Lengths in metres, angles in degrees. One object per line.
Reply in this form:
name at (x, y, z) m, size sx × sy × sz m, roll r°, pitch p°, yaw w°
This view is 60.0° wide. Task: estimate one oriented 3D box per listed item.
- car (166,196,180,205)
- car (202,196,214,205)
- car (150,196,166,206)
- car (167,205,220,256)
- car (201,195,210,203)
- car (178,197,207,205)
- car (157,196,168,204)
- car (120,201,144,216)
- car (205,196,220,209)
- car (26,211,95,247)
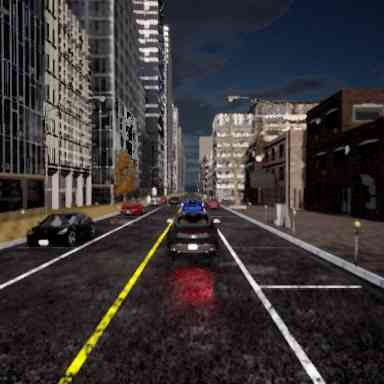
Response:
car at (-3.033, 1.449, 58.237) m, size 1.882 × 1.535 × 5.008 m, roll 0°, pitch 0°, yaw 1°
car at (2.829, 1.522, 60.030) m, size 2.008 × 1.369 × 4.403 m, roll -1°, pitch 0°, yaw 0°
car at (-5.786, 1.524, 54.446) m, size 2.008 × 1.369 × 4.403 m, roll -1°, pitch 0°, yaw 0°
car at (0.050, 1.499, 13.122) m, size 1.837 × 1.490 × 4.892 m, roll 0°, pitch 0°, yaw 1°
car at (2.833, 1.492, 71.489) m, size 1.752 × 1.417 × 4.829 m, roll -1°, pitch 0°, yaw 0°
car at (0.064, 1.462, 29.335) m, size 1.882 × 1.535 × 5.008 m, roll 0°, pitch 0°, yaw 0°
car at (-5.808, 1.514, 65.736) m, size 1.887 × 1.381 × 4.507 m, roll -1°, pitch 0°, yaw 0°
car at (-5.691, 1.528, 31.871) m, size 1.887 × 1.381 × 4.507 m, roll -1°, pitch 0°, yaw 0°
car at (2.728, 1.560, 43.098) m, size 1.802 × 1.307 × 4.206 m, roll -1°, pitch 0°, yaw 0°
car at (-5.697, 1.558, 14.939) m, size 1.947 × 1.339 × 4.313 m, roll -1°, pitch 0°, yaw 0°
